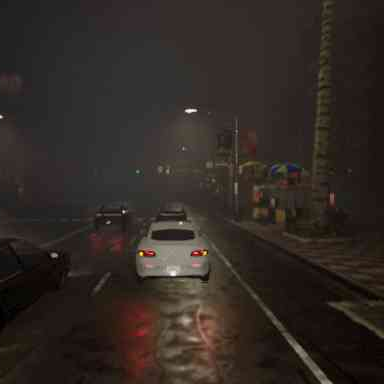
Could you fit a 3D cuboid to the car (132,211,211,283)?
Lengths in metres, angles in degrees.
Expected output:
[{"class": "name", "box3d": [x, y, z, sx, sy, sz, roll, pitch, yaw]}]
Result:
[{"class": "car", "box3d": [-0.543, 1.519, 9.567, 1.812, 1.442, 4.674, 0, 0, -3]}]

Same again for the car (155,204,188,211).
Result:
[{"class": "car", "box3d": [-1.295, 1.475, 21.088, 2.128, 1.511, 4.902, 0, 0, -4]}]

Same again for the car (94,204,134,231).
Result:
[{"class": "car", "box3d": [-4.786, 1.483, 20.821, 2.128, 1.511, 4.902, 0, 0, -4]}]

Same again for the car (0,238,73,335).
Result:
[{"class": "car", "box3d": [-3.775, 1.549, 5.931, 2.033, 1.411, 5.357, 0, 0, -3]}]
